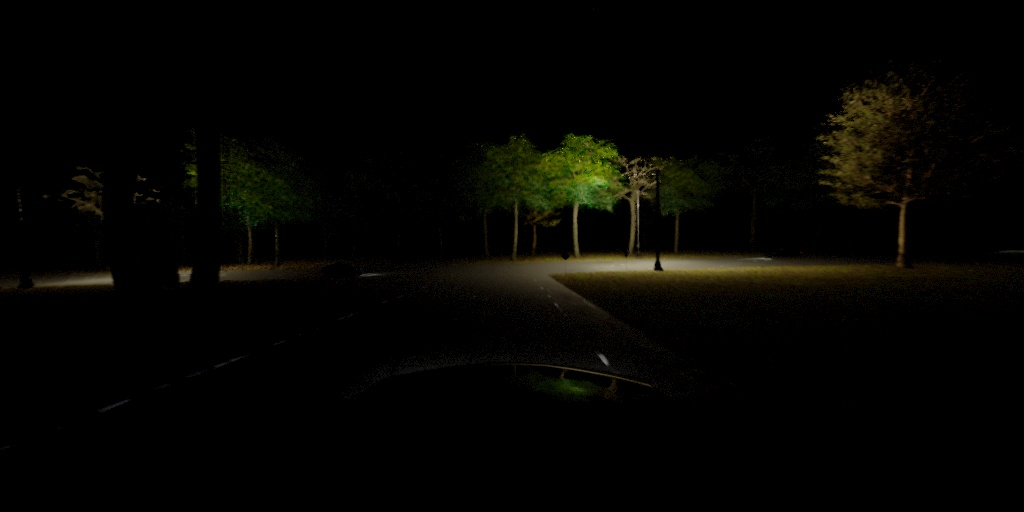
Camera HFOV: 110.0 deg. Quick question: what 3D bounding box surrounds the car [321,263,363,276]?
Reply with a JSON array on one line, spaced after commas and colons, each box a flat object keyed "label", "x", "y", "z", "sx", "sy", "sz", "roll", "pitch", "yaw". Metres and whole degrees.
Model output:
[{"label": "car", "x": -20.325, "y": 1.577, "z": 42.833, "sx": 4.674, "sy": 1.442, "sz": 1.812, "roll": -1, "pitch": 3, "yaw": 0}]

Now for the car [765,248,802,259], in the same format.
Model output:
[{"label": "car", "x": 37.764, "y": -0.422, "z": 49.983, "sx": 4.181, "sy": 1.385, "sz": 1.994, "roll": -2, "pitch": 3, "yaw": 0}]
